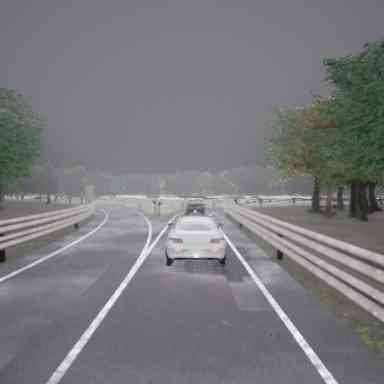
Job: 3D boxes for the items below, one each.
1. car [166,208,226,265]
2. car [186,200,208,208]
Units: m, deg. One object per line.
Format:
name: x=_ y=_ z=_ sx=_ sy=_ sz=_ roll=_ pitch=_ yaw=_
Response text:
car: x=0.126 y=1.507 z=11.505 sx=1.812 sy=1.442 sz=4.674 roll=0 pitch=0 yaw=0
car: x=0.465 y=1.548 z=33.394 sx=1.837 sy=1.490 sz=4.892 roll=-1 pitch=0 yaw=4
